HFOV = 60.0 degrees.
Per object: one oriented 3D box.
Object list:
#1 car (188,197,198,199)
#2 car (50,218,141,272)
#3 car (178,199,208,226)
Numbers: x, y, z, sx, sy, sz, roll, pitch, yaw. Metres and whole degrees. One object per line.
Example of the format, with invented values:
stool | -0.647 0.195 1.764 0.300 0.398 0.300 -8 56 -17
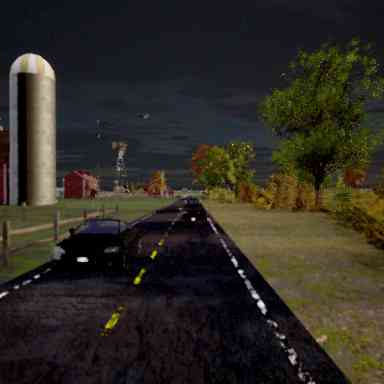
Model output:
car | 0.102 1.428 42.084 2.097 1.767 4.553 0 0 0
car | -2.841 1.562 10.622 1.994 1.385 4.181 0 0 0
car | 0.095 1.520 23.768 1.837 1.490 4.892 0 0 0
